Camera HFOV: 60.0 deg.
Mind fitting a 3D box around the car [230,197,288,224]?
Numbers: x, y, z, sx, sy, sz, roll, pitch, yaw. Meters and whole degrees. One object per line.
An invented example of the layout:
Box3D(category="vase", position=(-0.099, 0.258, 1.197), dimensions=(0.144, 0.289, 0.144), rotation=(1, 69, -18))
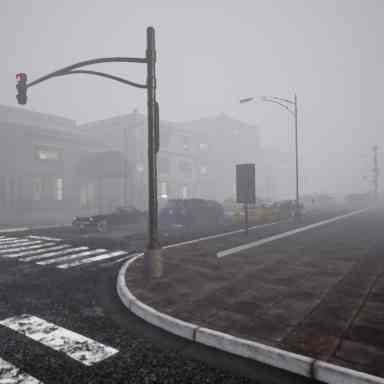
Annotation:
Box3D(category="car", position=(4.420, 1.242, 21.823), dimensions=(1.752, 1.417, 4.829), rotation=(-1, 0, 36))

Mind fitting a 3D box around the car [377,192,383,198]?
Box3D(category="car", position=(43.217, 0.652, 75.115), dimensions=(1.887, 1.381, 4.507), rotation=(-1, 0, 36))

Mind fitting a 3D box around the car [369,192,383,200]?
Box3D(category="car", position=(36.880, 0.770, 66.420), dimensions=(1.947, 1.339, 4.313), rotation=(-1, 0, 36))

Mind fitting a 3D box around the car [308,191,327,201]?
Box3D(category="car", position=(23.592, 0.769, 62.406), dimensions=(2.192, 1.841, 5.009), rotation=(-1, 0, 36))

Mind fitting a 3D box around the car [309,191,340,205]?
Box3D(category="car", position=(17.915, 1.006, 44.777), dimensions=(2.128, 1.511, 4.902), rotation=(-1, 0, 36))

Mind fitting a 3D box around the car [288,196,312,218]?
Box3D(category="car", position=(7.576, 1.217, 26.159), dimensions=(2.008, 1.369, 4.403), rotation=(-1, 0, 36))

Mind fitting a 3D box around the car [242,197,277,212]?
Box3D(category="car", position=(7.303, 1.299, 35.615), dimensions=(1.895, 1.301, 4.718), rotation=(-1, 0, 36))

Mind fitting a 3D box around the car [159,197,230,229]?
Box3D(category="car", position=(0.083, 1.150, 20.335), dimensions=(2.097, 1.767, 4.553), rotation=(-1, 0, 36))

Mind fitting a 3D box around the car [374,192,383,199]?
Box3D(category="car", position=(40.136, 0.720, 70.893), dimensions=(1.947, 1.339, 4.313), rotation=(-1, 0, 36))

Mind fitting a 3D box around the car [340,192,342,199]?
Box3D(category="car", position=(30.107, 0.935, 71.353), dimensions=(1.802, 1.307, 4.206), rotation=(-1, 0, 36))

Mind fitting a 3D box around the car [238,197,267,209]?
Box3D(category="car", position=(7.316, 1.293, 40.039), dimensions=(1.802, 1.307, 4.206), rotation=(-1, 0, 36))

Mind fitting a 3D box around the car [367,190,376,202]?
Box3D(category="car", position=(27.023, 0.860, 52.117), dimensions=(1.837, 1.490, 4.892), rotation=(-1, 0, 36))

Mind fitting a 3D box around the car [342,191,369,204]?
Box3D(category="car", position=(22.899, 0.898, 46.460), dimensions=(1.882, 1.535, 5.008), rotation=(-1, 0, 36))

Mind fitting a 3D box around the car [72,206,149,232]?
Box3D(category="car", position=(-4.526, 1.489, 19.411), dimensions=(1.895, 1.301, 4.718), rotation=(-1, 0, 37))

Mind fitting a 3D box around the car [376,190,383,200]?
Box3D(category="car", position=(33.621, 0.570, 61.946), dimensions=(2.192, 1.841, 5.009), rotation=(-1, 0, 36))

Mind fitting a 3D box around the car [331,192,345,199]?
Box3D(category="car", position=(33.362, 0.743, 75.826), dimensions=(1.967, 1.590, 4.097), rotation=(-1, 0, 36))

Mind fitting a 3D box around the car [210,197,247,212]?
Box3D(category="car", position=(3.960, 1.290, 35.428), dimensions=(1.752, 1.417, 4.829), rotation=(-1, 0, 36))

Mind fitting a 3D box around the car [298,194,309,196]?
Box3D(category="car", position=(15.904, 1.054, 47.301), dimensions=(2.128, 1.511, 4.902), rotation=(-1, 0, 36))

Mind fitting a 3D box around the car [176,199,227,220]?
Box3D(category="car", position=(0.864, 1.327, 26.778), dimensions=(1.812, 1.442, 4.674), rotation=(-1, 0, 36))
